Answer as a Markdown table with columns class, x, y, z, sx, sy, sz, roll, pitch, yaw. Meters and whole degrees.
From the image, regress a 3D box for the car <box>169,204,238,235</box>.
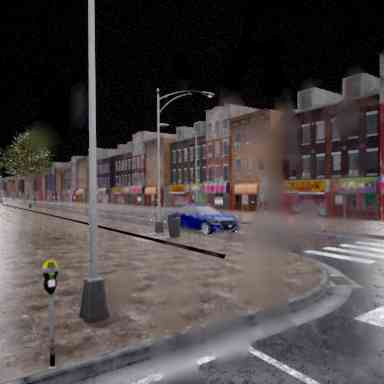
| class | x | y | z | sx | sy | sz | roll | pitch | yaw |
| --- | --- | --- | --- | --- | --- | --- | --- | --- | --- |
| car | 0.528 | 1.481 | 19.095 | 1.882 | 1.535 | 5.008 | -1 | 0 | -35 |
